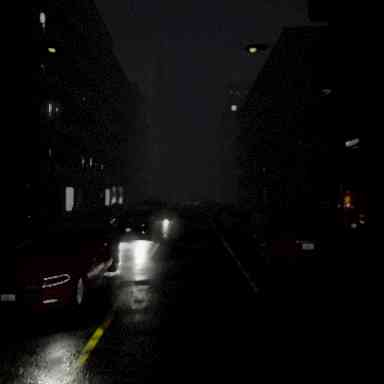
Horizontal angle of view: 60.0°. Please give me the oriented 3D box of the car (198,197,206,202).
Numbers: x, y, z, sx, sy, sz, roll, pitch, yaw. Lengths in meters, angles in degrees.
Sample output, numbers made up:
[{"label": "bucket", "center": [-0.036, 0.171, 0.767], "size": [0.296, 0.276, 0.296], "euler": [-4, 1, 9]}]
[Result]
[{"label": "car", "center": [2.701, 2.031, 87.773], "size": [1.947, 1.339, 4.313], "euler": [0, 0, 0]}]

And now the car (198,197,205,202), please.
[{"label": "car", "center": [2.702, 2.070, 93.321], "size": [1.947, 1.339, 4.313], "euler": [0, 0, 0]}]

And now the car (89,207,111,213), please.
[{"label": "car", "center": [-5.687, 1.661, 21.195], "size": [1.947, 1.339, 4.313], "euler": [0, 0, 0]}]

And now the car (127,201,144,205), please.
[{"label": "car", "center": [-5.686, 1.670, 32.123], "size": [1.752, 1.417, 4.829], "euler": [0, 0, 0]}]

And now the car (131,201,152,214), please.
[{"label": "car", "center": [-5.685, 1.753, 37.842], "size": [1.802, 1.307, 4.206], "euler": [0, 0, 0]}]

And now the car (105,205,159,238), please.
[{"label": "car", "center": [-3.104, 1.645, 18.068], "size": [1.994, 1.385, 4.181], "euler": [0, 0, -1]}]

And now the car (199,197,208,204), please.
[{"label": "car", "center": [2.700, 1.957, 76.676], "size": [1.947, 1.339, 4.313], "euler": [0, 0, 0]}]

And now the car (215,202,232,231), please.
[{"label": "car", "center": [2.694, 1.621, 21.364], "size": [1.752, 1.417, 4.829], "euler": [0, 0, 0]}]

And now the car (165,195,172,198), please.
[{"label": "car", "center": [-5.682, 1.870, 65.580], "size": [2.008, 1.369, 4.403], "euler": [0, 0, 0]}]

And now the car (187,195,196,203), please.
[{"label": "car", "center": [0.013, 1.665, 85.168], "size": [2.150, 2.045, 5.566], "euler": [0, 0, 0]}]

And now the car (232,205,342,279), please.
[{"label": "car", "center": [2.693, 1.360, 10.097], "size": [2.192, 1.841, 5.009], "euler": [0, 0, 0]}]

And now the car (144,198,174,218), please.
[{"label": "car", "center": [-3.078, 1.621, 31.891], "size": [1.882, 1.535, 5.008], "euler": [0, 0, 0]}]

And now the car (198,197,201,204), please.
[{"label": "car", "center": [2.699, 1.864, 65.578], "size": [1.887, 1.381, 4.507], "euler": [0, 0, 0]}]

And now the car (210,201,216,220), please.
[{"label": "car", "center": [2.695, 1.665, 26.743], "size": [1.887, 1.381, 4.507], "euler": [0, 0, 0]}]

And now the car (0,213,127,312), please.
[{"label": "car", "center": [-3.094, 1.514, 8.092], "size": [1.882, 1.535, 5.008], "euler": [0, 0, 0]}]

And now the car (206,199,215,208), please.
[{"label": "car", "center": [2.695, 1.696, 32.292], "size": [2.008, 1.369, 4.403], "euler": [0, 0, 0]}]

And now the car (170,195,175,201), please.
[{"label": "car", "center": [-5.681, 1.706, 76.679], "size": [2.192, 1.841, 5.009], "euler": [0, 0, 0]}]

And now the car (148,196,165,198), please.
[{"label": "car", "center": [-5.683, 1.538, 48.937], "size": [2.192, 1.841, 5.009], "euler": [0, 0, 0]}]

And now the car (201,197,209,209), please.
[{"label": "car", "center": [2.697, 1.767, 48.935], "size": [1.887, 1.381, 4.507], "euler": [0, 0, 0]}]
